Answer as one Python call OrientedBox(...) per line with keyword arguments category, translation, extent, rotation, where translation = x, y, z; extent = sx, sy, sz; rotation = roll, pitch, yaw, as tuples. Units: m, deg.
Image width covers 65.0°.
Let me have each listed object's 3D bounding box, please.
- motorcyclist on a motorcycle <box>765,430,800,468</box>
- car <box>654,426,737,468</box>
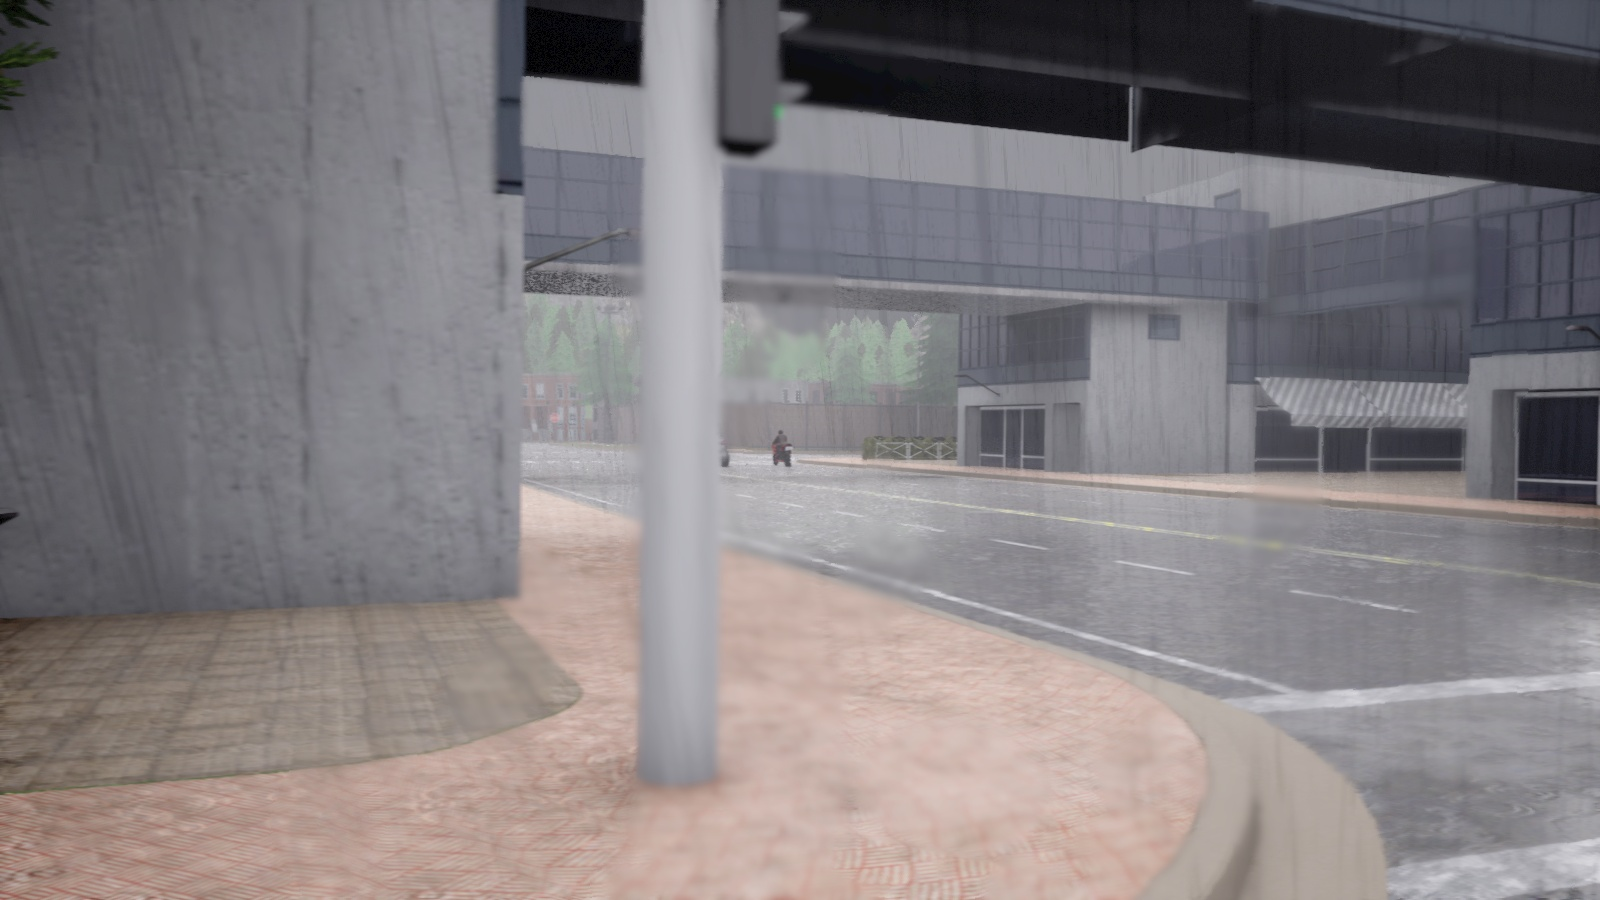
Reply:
OrientedBox(category="motorcyclist on a motorcycle", translation=(-0.743, -0.056, 52.197), extent=(0.797, 1.523, 2.044), rotation=(-1, 1, -21))
OrientedBox(category="car", translation=(-4.393, -0.150, 51.947), extent=(2.242, 1.667, 4.611), rotation=(-1, 1, -20))
